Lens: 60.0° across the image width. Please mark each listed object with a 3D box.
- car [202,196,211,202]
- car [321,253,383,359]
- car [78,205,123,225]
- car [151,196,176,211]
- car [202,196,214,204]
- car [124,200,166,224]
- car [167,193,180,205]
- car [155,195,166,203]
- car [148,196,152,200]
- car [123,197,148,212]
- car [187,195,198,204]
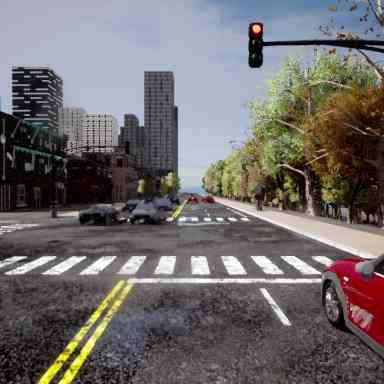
[{"bbox_3d":[3.266,1.535,75.454,1.994,1.385,4.181,0,0,0],"label":"car"},{"bbox_3d":[3.349,1.352,4.139,2.097,1.767,4.553,0,0,0],"label":"car"},{"bbox_3d":[-6.596,1.599,23.995,1.895,1.301,4.718,0,0,0],"label":"car"},{"bbox_3d":[-3.342,1.541,40.256,2.033,1.411,5.357,0,0,0],"label":"car"},{"bbox_3d":[3.362,1.464,65.311,1.882,1.535,5.008,0,0,0],"label":"car"},{"bbox_3d":[-3.345,1.545,24.864,2.033,1.411,5.357,0,0,0],"label":"car"},{"bbox_3d":[-3.325,1.212,57.700,2.150,2.045,5.566,0,0,0],"label":"car"},{"bbox_3d":[-6.487,1.449,68.972,1.882,1.535,5.008,0,0,0],"label":"car"},{"bbox_3d":[-6.582,1.495,53.836,1.837,1.490,4.892,0,0,0],"label":"car"},{"bbox_3d":[-6.593,1.558,37.706,1.994,1.385,4.181,0,0,0],"label":"car"},{"bbox_3d":[0.111,1.338,65.979,2.097,1.767,4.553,0,0,0],"label":"car"}]
